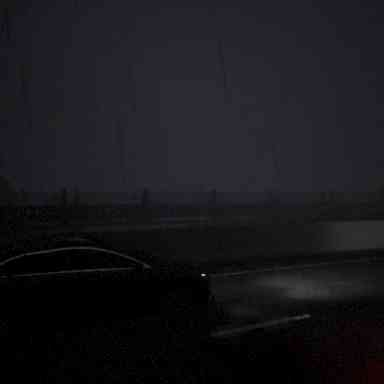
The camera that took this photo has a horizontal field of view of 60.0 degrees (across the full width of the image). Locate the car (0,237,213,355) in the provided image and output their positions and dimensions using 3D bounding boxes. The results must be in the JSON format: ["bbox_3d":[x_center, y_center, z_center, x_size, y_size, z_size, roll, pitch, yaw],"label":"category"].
[{"bbox_3d":[-1.966,1.569,5.929,4.902,1.511,2.128,0,-1,-27],"label":"car"}]

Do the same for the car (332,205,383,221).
[{"bbox_3d":[12.891,1.809,23.087,5.357,1.411,2.033,0,-1,-15],"label":"car"}]

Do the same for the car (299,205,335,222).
[{"bbox_3d":[10.812,1.806,26.073,4.892,1.490,1.837,0,-1,-16],"label":"car"}]
